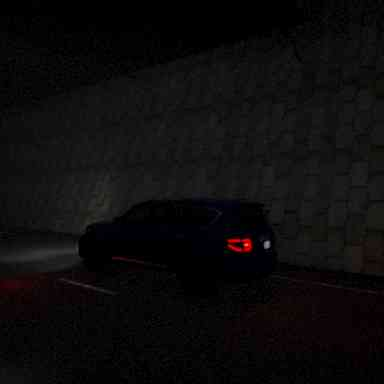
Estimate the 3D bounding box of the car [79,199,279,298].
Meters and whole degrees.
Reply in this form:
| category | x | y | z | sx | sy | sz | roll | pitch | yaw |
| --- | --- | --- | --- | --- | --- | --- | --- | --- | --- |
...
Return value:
| category | x | y | z | sx | sy | sz | roll | pitch | yaw |
| --- | --- | --- | --- | --- | --- | --- | --- | --- | --- |
| car | -0.572 | 1.187 | 8.682 | 5.566 | 2.045 | 2.150 | 1 | 0 | 36 |
